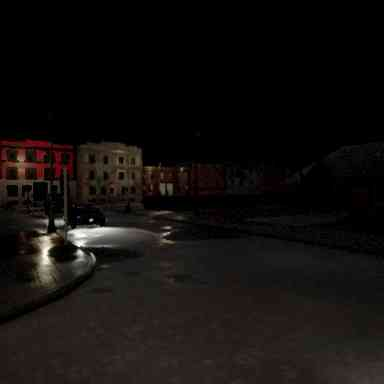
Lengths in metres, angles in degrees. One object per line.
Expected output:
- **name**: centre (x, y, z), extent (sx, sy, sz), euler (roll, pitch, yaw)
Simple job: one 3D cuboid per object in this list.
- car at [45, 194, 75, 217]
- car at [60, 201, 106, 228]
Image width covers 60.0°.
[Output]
- **car**: centre (-12.340, 1.172, 31.001), extent (2.150, 2.045, 5.566), euler (-1, 0, -30)
- **car**: centre (-7.077, 1.510, 21.816), extent (1.994, 1.385, 4.181), euler (-1, 0, -30)
